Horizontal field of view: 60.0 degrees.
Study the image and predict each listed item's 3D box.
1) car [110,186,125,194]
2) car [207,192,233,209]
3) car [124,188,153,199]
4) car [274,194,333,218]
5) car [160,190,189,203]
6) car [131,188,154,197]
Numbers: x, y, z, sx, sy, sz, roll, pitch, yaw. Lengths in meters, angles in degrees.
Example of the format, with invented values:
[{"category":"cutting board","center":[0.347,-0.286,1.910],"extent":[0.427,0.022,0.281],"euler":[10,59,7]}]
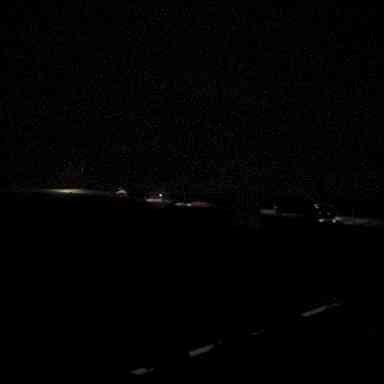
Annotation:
[{"category":"car","center":[-14.294,-0.421,64.224],"extent":[2.128,1.511,4.902],"euler":[-3,3,-35]},{"category":"car","center":[3.479,0.798,33.897],"extent":[2.128,1.511,4.902],"euler":[-3,4,-35]},{"category":"car","center":[-8.042,0.258,50.328],"extent":[1.895,1.301,4.718],"euler":[-3,4,-35]},{"category":"car","center":[8.788,0.964,26.374],"extent":[2.097,1.767,4.553],"euler":[-3,4,-35]},{"category":"car","center":[-2.284,0.481,42.091],"extent":[1.837,1.490,4.892],"euler":[-3,4,-35]},{"category":"car","center":[-8.421,-0.014,55.900],"extent":[1.895,1.301,4.718],"euler":[-3,3,-35]}]
